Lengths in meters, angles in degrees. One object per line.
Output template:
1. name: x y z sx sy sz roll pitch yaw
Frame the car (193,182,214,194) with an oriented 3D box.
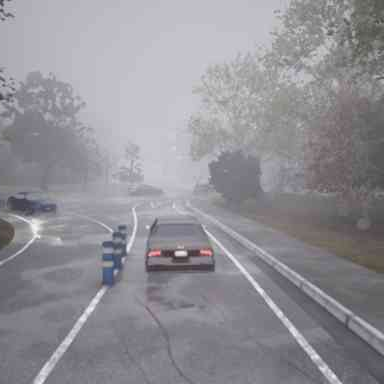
1. car: 1.731 -0.569 43.928 2.128 1.511 4.902 2 4 22

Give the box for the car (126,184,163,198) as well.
1. car: -5.449 -0.173 38.596 4.674 1.442 1.812 -3 5 -45

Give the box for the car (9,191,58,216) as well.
1. car: -11.650 0.746 24.343 5.008 1.535 1.882 4 5 42

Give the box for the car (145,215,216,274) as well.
1. car: -0.468 1.429 10.313 2.033 1.411 5.357 0 2 -5
